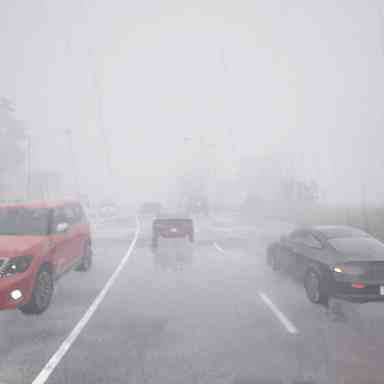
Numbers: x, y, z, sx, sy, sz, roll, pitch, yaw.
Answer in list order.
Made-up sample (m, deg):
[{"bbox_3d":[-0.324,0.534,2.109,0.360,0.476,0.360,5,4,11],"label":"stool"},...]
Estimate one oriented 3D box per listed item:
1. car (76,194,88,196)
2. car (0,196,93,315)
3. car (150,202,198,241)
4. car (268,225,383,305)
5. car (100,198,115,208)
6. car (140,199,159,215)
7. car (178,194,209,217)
[{"bbox_3d":[-16.471,1.255,49.768,2.150,2.045,5.566,0,0,-20],"label":"car"},{"bbox_3d":[-3.928,1.233,7.875,2.150,2.045,5.566,0,0,-4],"label":"car"},{"bbox_3d":[-1.056,1.485,16.780,1.882,1.535,5.008,0,0,-7],"label":"car"},{"bbox_3d":[3.236,1.520,7.992,1.812,1.442,4.674,0,0,-3],"label":"car"},{"bbox_3d":[-12.824,1.580,50.071,2.033,1.411,5.357,0,0,-20],"label":"car"},{"bbox_3d":[-4.359,1.497,34.856,1.882,1.535,5.008,0,0,-13],"label":"car"},{"bbox_3d":[0.051,1.233,31.434,2.150,2.045,5.566,0,0,-12],"label":"car"}]
